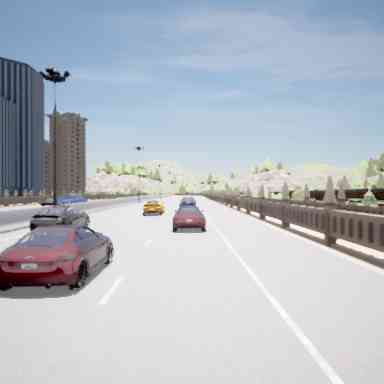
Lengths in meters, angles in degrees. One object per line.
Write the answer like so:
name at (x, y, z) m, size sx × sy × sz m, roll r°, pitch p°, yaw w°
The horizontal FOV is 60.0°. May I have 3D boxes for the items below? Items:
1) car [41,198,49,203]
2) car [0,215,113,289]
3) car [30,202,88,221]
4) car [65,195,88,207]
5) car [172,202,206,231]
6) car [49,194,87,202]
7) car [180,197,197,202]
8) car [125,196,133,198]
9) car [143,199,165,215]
car at (-21.779, 1.617, 52.214) m, size 2.033 × 1.411 × 5.357 m, roll 0°, pitch 0°, yaw 0°
car at (-3.538, 1.575, 9.201) m, size 1.994 × 1.385 × 4.181 m, roll 0°, pitch 0°, yaw -1°
car at (-7.149, 1.514, 18.422) m, size 2.128 × 1.511 × 4.902 m, roll 0°, pitch 0°, yaw -1°
car at (-18.296, 1.411, 52.961) m, size 2.097 × 1.767 × 4.553 m, roll 0°, pitch 0°, yaw 0°
car at (-0.181, 1.565, 20.702) m, size 1.994 × 1.385 × 4.181 m, roll 0°, pitch 0°, yaw -1°
car at (-14.641, 1.269, 39.886) m, size 2.150 × 2.045 × 5.566 m, roll 0°, pitch 0°, yaw -1°
car at (-0.484, 1.354, 42.007) m, size 2.097 × 1.767 × 4.553 m, roll 0°, pitch 0°, yaw -1°
car at (-15.130, 1.587, 79.966) m, size 2.033 × 1.411 × 5.357 m, roll 0°, pitch 0°, yaw -1°
car at (-3.872, 1.490, 34.305) m, size 1.882 × 1.535 × 5.008 m, roll 0°, pitch 0°, yaw -1°
